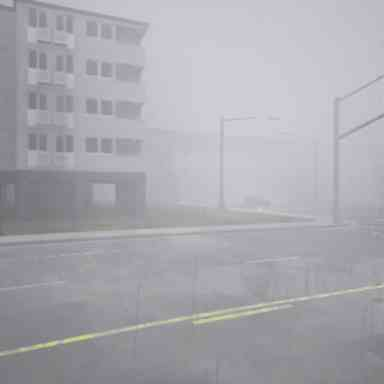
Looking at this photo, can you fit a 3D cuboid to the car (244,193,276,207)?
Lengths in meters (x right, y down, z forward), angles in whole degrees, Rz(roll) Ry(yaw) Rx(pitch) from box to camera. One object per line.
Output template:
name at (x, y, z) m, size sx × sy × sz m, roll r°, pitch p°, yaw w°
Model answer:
car at (8.928, 1.249, 45.836) m, size 1.837 × 1.490 × 4.892 m, roll 0°, pitch 0°, yaw -23°

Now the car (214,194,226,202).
car at (5.436, 1.102, 65.015) m, size 1.882 × 1.535 × 5.008 m, roll 0°, pitch 0°, yaw 11°
